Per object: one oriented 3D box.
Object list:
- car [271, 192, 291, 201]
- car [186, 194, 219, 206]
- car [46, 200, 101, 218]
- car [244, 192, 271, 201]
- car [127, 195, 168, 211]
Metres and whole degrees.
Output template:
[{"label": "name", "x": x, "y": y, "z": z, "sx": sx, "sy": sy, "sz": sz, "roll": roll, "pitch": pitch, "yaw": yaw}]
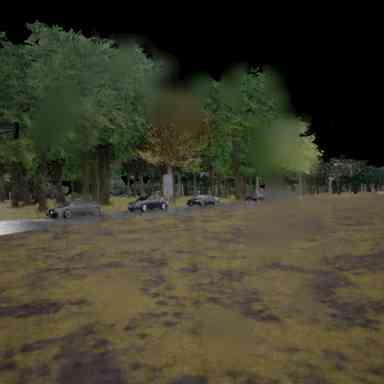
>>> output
[{"label": "car", "x": 14.530, "y": 0.630, "z": 54.296, "sx": 2.033, "sy": 1.411, "sz": 5.357, "roll": -3, "pitch": -1, "yaw": 35}, {"label": "car", "x": 1.479, "y": 1.018, "z": 42.220, "sx": 2.033, "sy": 1.411, "sz": 5.357, "roll": -3, "pitch": -1, "yaw": 35}, {"label": "car", "x": -9.453, "y": 1.330, "z": 26.739, "sx": 1.994, "sy": 1.385, "sz": 4.181, "roll": -3, "pitch": -1, "yaw": 36}, {"label": "car", "x": 10.546, "y": 0.788, "z": 54.905, "sx": 2.033, "sy": 1.411, "sz": 5.357, "roll": -3, "pitch": -1, "yaw": 36}, {"label": "car", "x": -4.466, "y": 1.133, "z": 33.824, "sx": 1.837, "sy": 1.490, "sz": 4.892, "roll": -3, "pitch": -1, "yaw": 35}]
